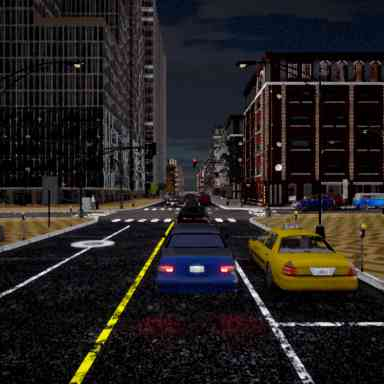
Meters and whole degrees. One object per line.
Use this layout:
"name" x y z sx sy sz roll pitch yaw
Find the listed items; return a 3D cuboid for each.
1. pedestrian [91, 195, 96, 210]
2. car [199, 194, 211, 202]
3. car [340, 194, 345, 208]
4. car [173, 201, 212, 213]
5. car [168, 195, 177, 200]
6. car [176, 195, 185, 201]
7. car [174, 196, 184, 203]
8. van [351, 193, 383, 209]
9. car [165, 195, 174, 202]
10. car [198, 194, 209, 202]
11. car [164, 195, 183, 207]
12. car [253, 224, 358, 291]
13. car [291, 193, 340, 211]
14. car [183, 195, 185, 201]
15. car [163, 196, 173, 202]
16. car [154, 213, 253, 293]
"pedestrian" -12.355 1.271 41.673 0.375 1.860 0.375 0 1 -1
"car" 2.553 1.319 63.485 2.192 1.841 5.009 0 0 0
"car" 15.307 1.095 39.032 5.009 1.841 2.192 -1 1 -1
"car" 0.080 1.505 18.728 1.837 1.490 4.892 0 0 0
"car" -5.331 1.559 91.449 2.008 1.369 4.403 0 0 0
"car" -2.764 1.474 83.096 2.128 1.511 4.902 0 0 0
"car" -2.761 1.557 69.731 1.994 1.385 4.181 0 0 0
"van" 20.963 1.050 39.092 3.998 1.788 1.690 -1 1 -1
"car" -5.330 1.551 80.263 1.887 1.381 4.507 0 0 0
"car" 2.551 1.320 74.671 2.192 1.841 5.009 0 0 0
"car" -2.821 1.494 49.830 2.128 1.511 4.902 0 0 -1
"car" 2.563 1.525 8.838 1.752 1.417 4.829 0 0 0
"car" 13.280 1.162 36.530 4.553 1.767 2.097 -1 0 -1
"car" -2.832 1.355 59.618 2.097 1.767 4.553 0 0 0
"car" -5.329 1.556 74.670 2.008 1.369 4.403 0 0 0
"car" 0.095 1.547 8.987 2.033 1.411 5.357 0 0 0
